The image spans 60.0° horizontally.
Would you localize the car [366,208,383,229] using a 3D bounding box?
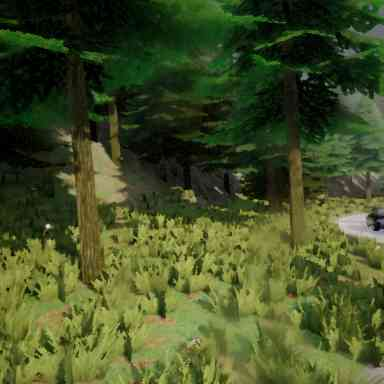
[{"bbox_3d":[12.501,1.721,21.349,1.994,1.385,4.181,-4,-1,18],"label":"car"}]
